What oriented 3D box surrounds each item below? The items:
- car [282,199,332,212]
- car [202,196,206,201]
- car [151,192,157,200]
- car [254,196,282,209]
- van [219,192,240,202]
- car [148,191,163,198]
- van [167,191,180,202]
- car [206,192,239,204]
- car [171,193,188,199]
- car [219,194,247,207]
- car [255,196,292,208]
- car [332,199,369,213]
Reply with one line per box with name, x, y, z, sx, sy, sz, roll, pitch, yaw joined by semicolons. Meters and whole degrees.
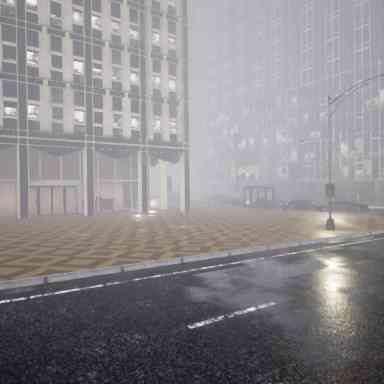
car;12.480;1.423;36.310;1.947;1.339;4.313;0;1;-34
car;3.535;1.043;64.591;1.802;1.307;4.206;0;1;-34
car;-9.788;1.040;69.279;2.008;1.369;4.403;0;1;-34
car;9.298;1.388;41.021;1.802;1.307;4.206;0;1;-34
van;6.730;0.855;59.889;1.690;1.788;3.998;0;1;-34
car;-9.252;0.686;83.388;1.967;1.590;4.097;0;1;-34
van;-3.395;0.937;59.877;1.690;1.788;3.998;0;1;-34
car;4.861;1.159;52.356;1.837;1.490;4.892;-1;1;-34
car;-2.858;0.936;73.991;1.802;1.307;4.206;0;1;-34
car;6.150;1.319;45.753;1.947;1.339;4.313;0;1;-34
car;10.687;1.275;43.763;1.812;1.442;4.674;-1;1;-34
car;16.426;1.405;35.328;1.994;1.385;4.181;-1;1;-34
